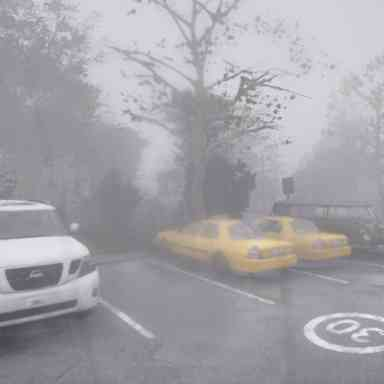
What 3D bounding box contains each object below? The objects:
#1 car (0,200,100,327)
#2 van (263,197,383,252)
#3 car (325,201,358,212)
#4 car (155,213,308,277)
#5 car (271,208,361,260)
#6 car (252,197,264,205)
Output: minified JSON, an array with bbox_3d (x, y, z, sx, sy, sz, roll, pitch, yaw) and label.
[{"bbox_3d":[-3.837,1.227,7.050,2.435,2.045,5.566,0,0,-36],"label":"car"},{"bbox_3d":[5.327,1.336,13.443,1.878,1.987,4.442,1,0,-35],"label":"van"},{"bbox_3d":[22.702,2.118,50.723,1.994,1.385,4.181,-1,1,-35],"label":"car"},{"bbox_3d":[0.701,1.504,10.532,1.946,1.575,5.366,0,0,-35],"label":"car"},{"bbox_3d":[2.872,1.527,12.071,1.946,1.575,5.366,1,0,-35],"label":"car"},{"bbox_3d":[12.877,1.659,62.812,4.553,1.767,2.097,2,3,41],"label":"car"}]
